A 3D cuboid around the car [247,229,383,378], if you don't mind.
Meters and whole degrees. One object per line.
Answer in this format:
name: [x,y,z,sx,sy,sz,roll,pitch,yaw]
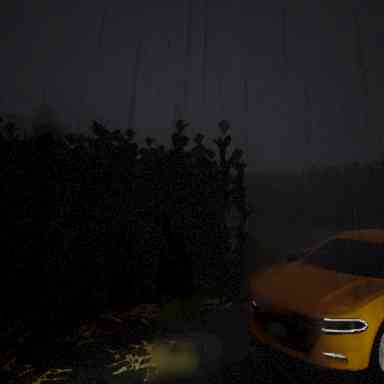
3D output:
car: [3.103,1.413,5.598,5.008,1.535,1.882,-1,1,-36]
